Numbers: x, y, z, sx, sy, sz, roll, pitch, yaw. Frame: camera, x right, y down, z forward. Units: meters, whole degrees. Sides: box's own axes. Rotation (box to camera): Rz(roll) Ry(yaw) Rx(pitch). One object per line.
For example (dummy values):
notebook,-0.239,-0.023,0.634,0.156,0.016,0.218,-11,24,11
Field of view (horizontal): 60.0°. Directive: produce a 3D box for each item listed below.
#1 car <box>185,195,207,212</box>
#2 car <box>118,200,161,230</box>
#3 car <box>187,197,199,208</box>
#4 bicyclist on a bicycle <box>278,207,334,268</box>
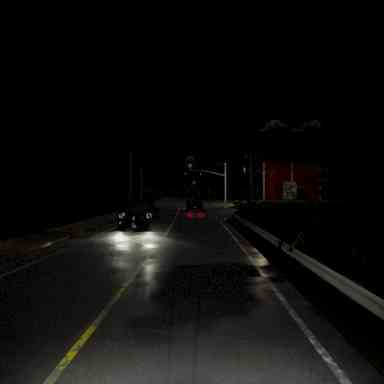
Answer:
car,0.271,1.489,39.034,2.128,1.511,4.902,0,0,-1
car,-3.219,1.350,20.928,2.097,1.767,4.553,0,0,1
car,0.100,1.504,50.180,1.837,1.490,4.892,0,0,-1
bicyclist on a bicycle,3.353,1.274,9.409,1.656,1.620,0.582,12,1,2
